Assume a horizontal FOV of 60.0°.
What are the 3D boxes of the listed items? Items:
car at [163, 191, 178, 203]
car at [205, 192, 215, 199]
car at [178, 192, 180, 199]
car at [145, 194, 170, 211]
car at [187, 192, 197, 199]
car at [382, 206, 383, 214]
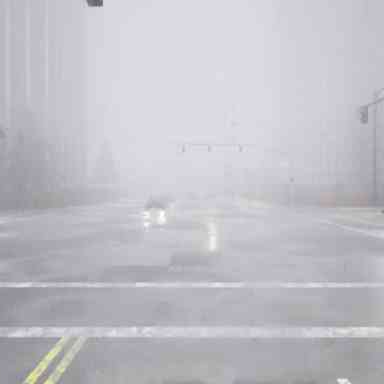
[{"bbox_3d":[-3.576,0.784,49.958,1.837,1.490,4.892,0,1,0],"label":"car"},{"bbox_3d":[3.496,0.648,66.048,1.895,1.301,4.718,0,1,0],"label":"car"},{"bbox_3d":[-3.504,0.516,66.191,1.994,1.385,4.181,0,1,0],"label":"car"},{"bbox_3d":[-3.595,1.117,33.464,1.895,1.301,4.718,0,1,0],"label":"car"},{"bbox_3d":[-0.004,0.611,66.017,1.994,1.385,4.181,0,1,0],"label":"car"},{"bbox_3d":[16.896,1.129,24.950,4.902,1.511,2.128,0,1,-1],"label":"car"}]
